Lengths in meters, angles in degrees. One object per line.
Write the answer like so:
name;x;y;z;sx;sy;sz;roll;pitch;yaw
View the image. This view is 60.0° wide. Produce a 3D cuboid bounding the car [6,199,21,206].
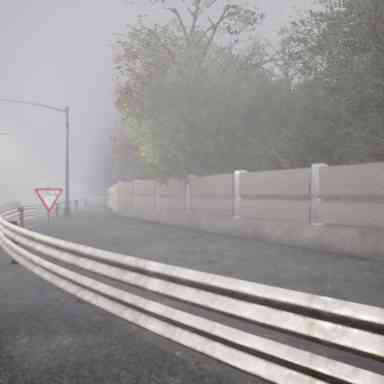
car;-31.795;1.835;59.345;1.895;1.301;4.718;0;0;-20
